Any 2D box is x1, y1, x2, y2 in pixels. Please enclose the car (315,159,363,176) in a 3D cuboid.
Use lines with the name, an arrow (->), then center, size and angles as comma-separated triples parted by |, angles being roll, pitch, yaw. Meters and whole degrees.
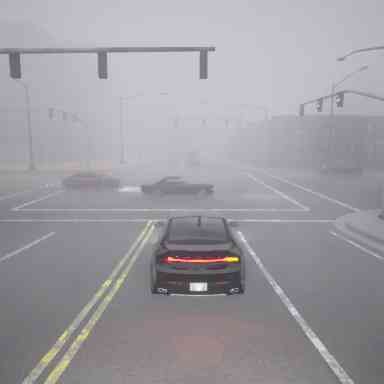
car -> 15.668, -2.653, 35.542 | 4.553, 1.767, 2.097 | 0, 8, 0

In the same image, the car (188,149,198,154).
car -> 0.247, -8.835, 76.549 | 2.150, 2.045, 5.566 | 0, 8, 0

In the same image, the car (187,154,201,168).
car -> 0.280, -4.309, 48.133 | 2.033, 1.411, 5.357 | 0, 8, 0

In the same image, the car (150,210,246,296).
car -> 0.116, 1.200, 8.059 | 1.837, 1.490, 4.892 | 0, 4, 0

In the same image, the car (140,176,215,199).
car -> -0.868, -0.337, 21.634 | 4.718, 1.301, 1.895 | 0, 8, 0

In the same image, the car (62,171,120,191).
car -> -7.584, -0.888, 25.134 | 4.181, 1.385, 1.994 | 0, 8, 0
